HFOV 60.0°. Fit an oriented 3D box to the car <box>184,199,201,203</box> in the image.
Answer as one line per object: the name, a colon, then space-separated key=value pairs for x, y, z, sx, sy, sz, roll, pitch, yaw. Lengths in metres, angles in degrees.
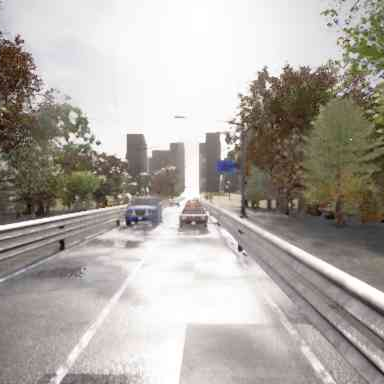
car: x=0.094 y=1.695 z=42.172 sx=2.097 sy=1.767 sz=4.553 roll=0 pitch=-1 yaw=0

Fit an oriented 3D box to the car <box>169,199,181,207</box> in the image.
car: x=-3.284 y=2.153 z=64.753 sx=2.128 sy=1.511 sz=4.902 roll=0 pitch=-1 yaw=0

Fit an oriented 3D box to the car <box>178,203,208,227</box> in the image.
car: x=0.095 y=1.710 z=23.435 sx=1.895 sy=1.301 sz=4.718 roll=0 pitch=-1 yaw=0

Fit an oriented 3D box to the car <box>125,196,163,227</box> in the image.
car: x=-3.351 y=1.338 z=24.248 sx=2.150 sy=2.045 sz=5.566 roll=0 pitch=0 yaw=0
